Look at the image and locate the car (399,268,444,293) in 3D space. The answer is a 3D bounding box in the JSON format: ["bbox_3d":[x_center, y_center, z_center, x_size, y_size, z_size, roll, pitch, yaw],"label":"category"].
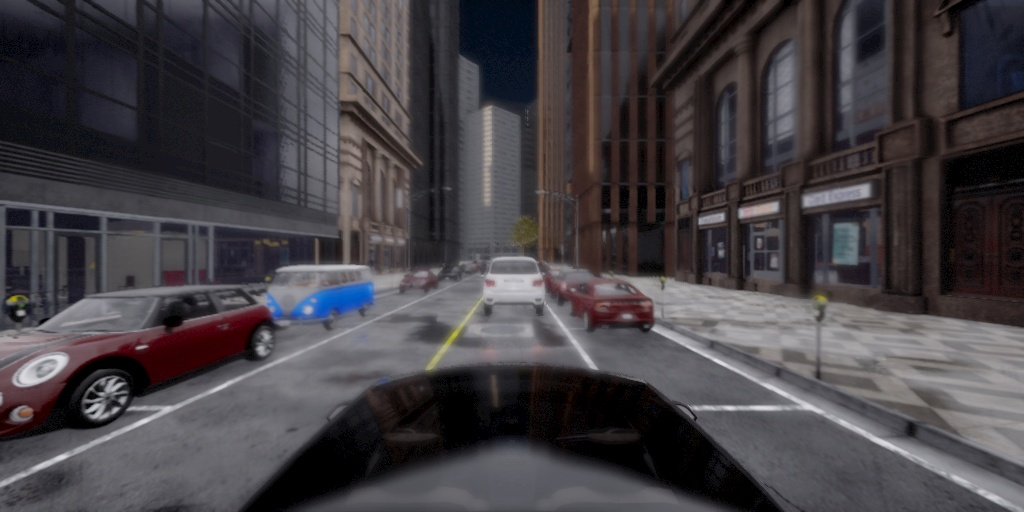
[{"bbox_3d":[-5.675,1.518,22.314,1.802,1.307,4.207,0,0,0],"label":"car"}]

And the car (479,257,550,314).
[{"bbox_3d":[0.081,1.087,14.473,2.150,2.045,5.566,0,-1,0],"label":"car"}]

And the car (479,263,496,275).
[{"bbox_3d":[-3.097,1.649,46.728,1.837,1.490,4.892,0,-1,0],"label":"car"}]

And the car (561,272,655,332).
[{"bbox_3d":[2.854,1.381,11.071,1.888,1.381,4.507,0,0,0],"label":"car"}]

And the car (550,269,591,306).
[{"bbox_3d":[2.852,1.327,16.696,1.967,1.591,4.097,0,0,0],"label":"car"}]

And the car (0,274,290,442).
[{"bbox_3d":[-5.670,1.224,5.441,1.967,1.591,4.097,0,0,0],"label":"car"}]

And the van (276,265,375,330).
[{"bbox_3d":[-5.672,1.177,11.065,1.690,1.789,3.998,0,0,0],"label":"van"}]

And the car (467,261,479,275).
[{"bbox_3d":[-5.682,1.693,44.813,1.948,1.339,4.313,0,0,0],"label":"car"}]

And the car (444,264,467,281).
[{"bbox_3d":[-5.679,1.599,33.564,1.948,1.339,4.313,0,0,0],"label":"car"}]
